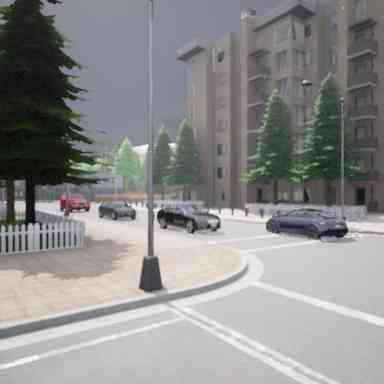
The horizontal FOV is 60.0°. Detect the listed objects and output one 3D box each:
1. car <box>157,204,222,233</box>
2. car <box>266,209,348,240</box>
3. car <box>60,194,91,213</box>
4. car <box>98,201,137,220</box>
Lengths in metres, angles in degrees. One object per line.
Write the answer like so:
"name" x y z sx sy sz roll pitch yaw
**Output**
"car" -0.269 1.491 19.607 2.128 1.511 4.902 0 0 -35
"car" 5.756 1.555 17.103 1.994 1.385 4.181 0 0 -28
"car" -13.348 1.217 37.743 2.150 2.045 5.566 0 0 -36
"car" -6.347 1.504 28.003 1.837 1.490 4.892 0 0 -36
